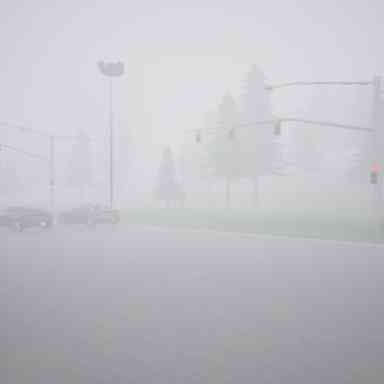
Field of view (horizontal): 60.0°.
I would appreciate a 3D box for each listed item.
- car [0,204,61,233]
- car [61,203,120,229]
[{"bbox_3d":[-10.247,1.513,19.902,4.892,1.490,1.837,0,0,35],"label":"car"},{"bbox_3d":[-6.816,1.499,21.754,4.902,1.511,2.128,0,0,35],"label":"car"}]
